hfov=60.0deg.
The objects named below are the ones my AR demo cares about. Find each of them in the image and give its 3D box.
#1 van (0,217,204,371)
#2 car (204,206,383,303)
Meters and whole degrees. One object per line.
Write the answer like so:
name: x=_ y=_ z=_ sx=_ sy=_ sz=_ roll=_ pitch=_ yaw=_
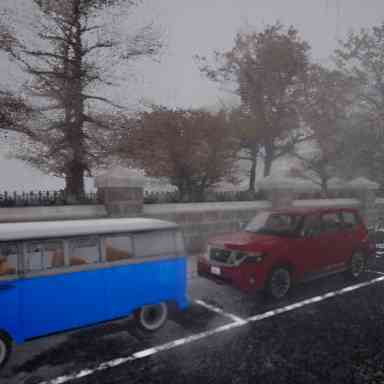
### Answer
van: x=-1.967 y=1.340 z=5.163 sx=3.998 sy=1.788 sz=1.690 roll=0 pitch=0 yaw=-36
car: x=2.538 y=1.308 z=8.380 sx=5.009 sy=1.841 sz=2.192 roll=0 pitch=0 yaw=-36
